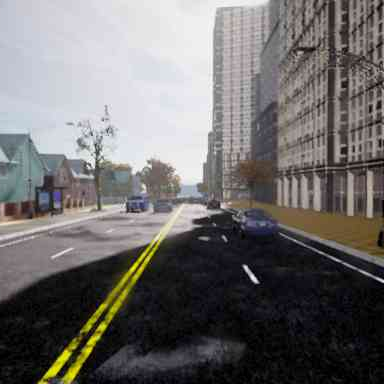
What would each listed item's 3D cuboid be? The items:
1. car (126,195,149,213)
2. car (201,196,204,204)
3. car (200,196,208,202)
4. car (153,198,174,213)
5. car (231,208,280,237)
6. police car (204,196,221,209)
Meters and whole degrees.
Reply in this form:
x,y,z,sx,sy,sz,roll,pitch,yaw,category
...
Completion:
x,y,z,sx,sy,sz,roll,pitch,yaw,category
-6.595,1.390,40.670,2.150,2.045,5.566,0,-1,0,car
3.240,1.769,60.523,2.163,1.488,4.792,0,0,0,car
3.234,1.892,93.505,2.033,1.649,4.856,0,0,0,car
-3.344,1.512,39.516,2.097,1.767,4.553,0,0,0,car
3.346,1.613,18.348,2.033,1.411,5.357,0,0,0,car
3.242,1.635,49.599,1.930,1.638,5.238,0,0,0,police car
